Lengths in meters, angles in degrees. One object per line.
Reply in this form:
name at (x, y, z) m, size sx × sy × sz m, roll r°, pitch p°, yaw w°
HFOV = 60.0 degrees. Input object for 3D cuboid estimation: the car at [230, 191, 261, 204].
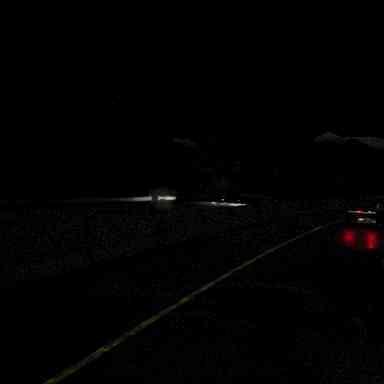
car at (7.640, 0.839, 45.147) m, size 1.812 × 1.442 × 4.674 m, roll 2°, pitch 1°, yaw 42°

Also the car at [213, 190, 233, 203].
car at (4.991, 0.556, 47.417) m, size 2.097 × 1.767 × 4.553 m, roll 2°, pitch 2°, yaw 42°

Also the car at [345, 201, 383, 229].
car at (11.015, 1.352, 20.935) m, size 2.128 × 1.511 × 4.902 m, roll 2°, pitch 1°, yaw 35°

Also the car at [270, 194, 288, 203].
car at (12.361, 0.994, 45.168) m, size 1.994 × 1.385 × 4.181 m, roll 2°, pitch 1°, yaw 42°

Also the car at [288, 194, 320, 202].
car at (14.849, 1.031, 42.704) m, size 2.128 × 1.511 × 4.902 m, roll 2°, pitch 1°, yaw 42°
